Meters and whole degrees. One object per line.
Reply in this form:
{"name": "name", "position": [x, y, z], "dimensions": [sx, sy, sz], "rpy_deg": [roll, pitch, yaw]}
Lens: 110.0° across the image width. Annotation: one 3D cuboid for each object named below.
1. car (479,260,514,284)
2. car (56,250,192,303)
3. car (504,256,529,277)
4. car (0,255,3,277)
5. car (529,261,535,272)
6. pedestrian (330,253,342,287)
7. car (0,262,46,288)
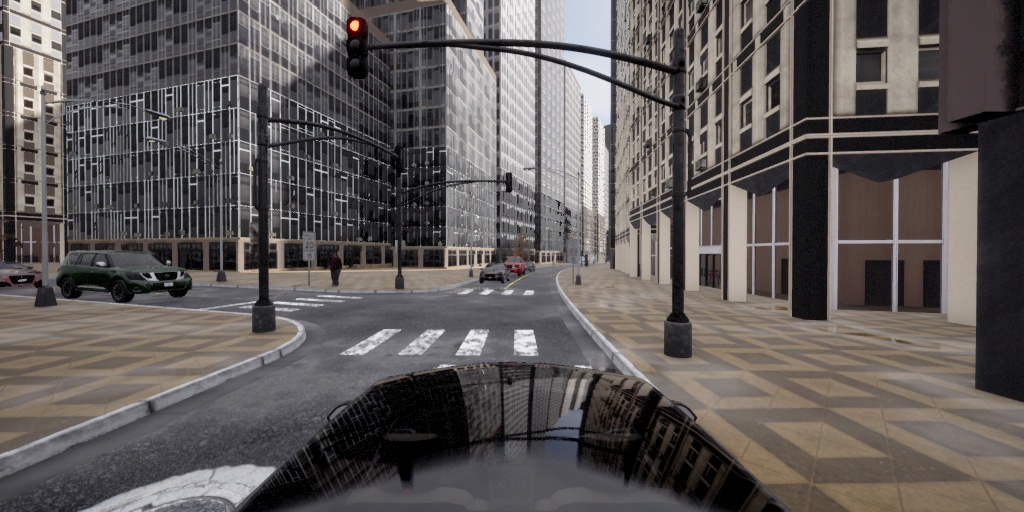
{"name": "car", "position": [-1.257, 1.288, 27.804], "dimensions": [1.837, 1.490, 4.892], "rpy_deg": [0, 0, 7]}
{"name": "car", "position": [-16.621, 0.770, 15.382], "dimensions": [5.566, 2.045, 2.150], "rpy_deg": [1, 1, 17]}
{"name": "car", "position": [0.108, 1.041, 37.824], "dimensions": [2.150, 2.045, 5.566], "rpy_deg": [0, 0, 9]}
{"name": "car", "position": [-38.155, 0.694, 24.674], "dimensions": [4.902, 1.511, 2.128], "rpy_deg": [1, 1, 16]}
{"name": "car", "position": [1.969, 1.362, 48.090], "dimensions": [2.128, 1.511, 4.902], "rpy_deg": [0, 0, 12]}
{"name": "pedestrian", "position": [-9.585, 0.716, 19.448], "dimensions": [0.375, 1.860, 0.375], "rpy_deg": [0, 0, 16]}
{"name": "car", "position": [-25.808, 0.981, 18.035], "dimensions": [4.181, 1.385, 1.994], "rpy_deg": [1, 1, 16]}
